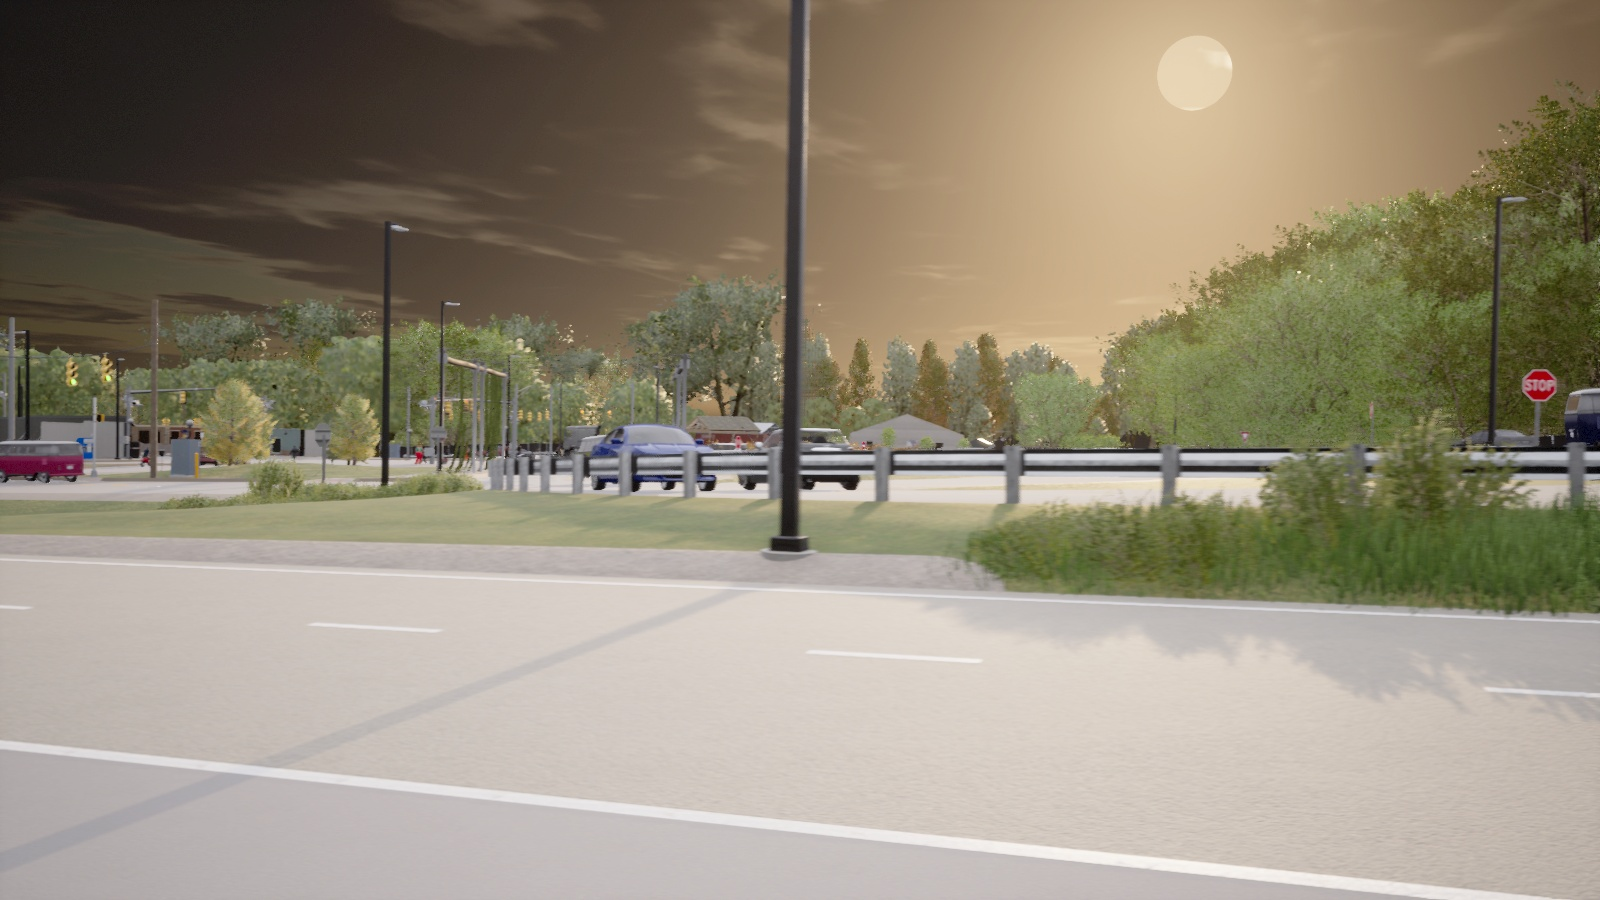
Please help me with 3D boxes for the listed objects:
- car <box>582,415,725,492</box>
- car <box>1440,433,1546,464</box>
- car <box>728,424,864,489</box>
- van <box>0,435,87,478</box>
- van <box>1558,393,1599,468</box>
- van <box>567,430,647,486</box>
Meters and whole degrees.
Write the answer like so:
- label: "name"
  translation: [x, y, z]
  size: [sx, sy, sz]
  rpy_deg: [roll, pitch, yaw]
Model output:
- label: "car"
  translation: [-3.358, 0.125, 27.847]
  size: [1.882, 1.535, 5.008]
  rpy_deg: [1, -1, -22]
- label: "car"
  translation: [34.487, -0.027, 62.669]
  size: [2.033, 1.411, 5.357]
  rpy_deg: [1, -1, -4]
- label: "car"
  translation: [-0.173, 0.202, 30.589]
  size: [1.970, 1.475, 3.806]
  rpy_deg: [1, -2, -23]
- label: "van"
  translation: [-36.250, 0.286, 59.444]
  size: [4.442, 1.987, 1.775]
  rpy_deg: [0, 1, 18]
- label: "van"
  translation: [23.302, -0.617, 33.966]
  size: [4.442, 1.987, 1.775]
  rpy_deg: [-3, 0, 18]
- label: "van"
  translation: [-7.763, 0.368, 50.287]
  size: [1.775, 1.987, 4.442]
  rpy_deg: [4, -4, -26]
